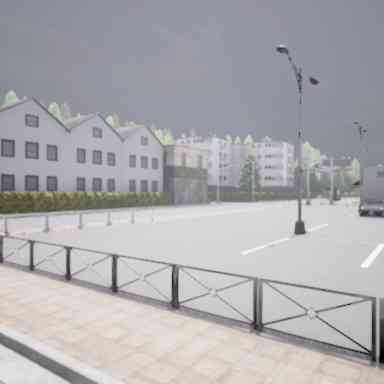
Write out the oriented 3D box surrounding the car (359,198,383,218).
[{"bbox_3d":[14.946,1.284,27.153,2.007,1.523,4.514,0,0,35],"label":"car"}]
